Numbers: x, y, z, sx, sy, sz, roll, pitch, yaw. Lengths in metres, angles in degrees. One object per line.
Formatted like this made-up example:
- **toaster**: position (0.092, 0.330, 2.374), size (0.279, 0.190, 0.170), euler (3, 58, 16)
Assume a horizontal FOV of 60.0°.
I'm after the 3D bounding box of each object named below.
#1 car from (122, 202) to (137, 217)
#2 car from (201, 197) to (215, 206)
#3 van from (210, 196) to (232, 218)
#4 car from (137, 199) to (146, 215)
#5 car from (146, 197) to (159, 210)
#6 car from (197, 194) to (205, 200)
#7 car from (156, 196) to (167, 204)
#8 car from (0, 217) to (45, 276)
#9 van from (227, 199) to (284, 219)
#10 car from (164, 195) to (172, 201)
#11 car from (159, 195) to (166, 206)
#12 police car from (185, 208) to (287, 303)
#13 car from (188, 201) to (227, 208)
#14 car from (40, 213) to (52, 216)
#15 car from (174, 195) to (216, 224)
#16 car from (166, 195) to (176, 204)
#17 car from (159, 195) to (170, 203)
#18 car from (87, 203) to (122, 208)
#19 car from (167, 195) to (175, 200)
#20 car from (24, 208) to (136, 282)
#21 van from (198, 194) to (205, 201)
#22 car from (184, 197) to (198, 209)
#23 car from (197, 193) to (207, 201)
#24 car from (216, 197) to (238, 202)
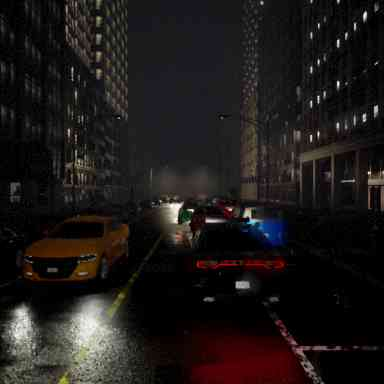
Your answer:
- **car**: position (-5.759, 1.545, 25.305), size (2.008, 1.369, 4.403), euler (-1, 0, 0)
- **car**: position (2.555, 1.537, 53.743), size (2.008, 1.369, 4.403), euler (-1, 0, 0)
- **van**: position (2.607, 1.334, 31.009), size (1.690, 1.788, 3.998), euler (-1, 0, 0)
- **car**: position (-5.771, 1.575, 30.989), size (1.802, 1.307, 4.206), euler (-1, 0, 0)
- **car**: position (-5.799, 1.541, 42.356), size (2.008, 1.369, 4.403), euler (-1, 0, 0)
- **car**: position (2.458, 1.413, 93.529), size (1.967, 1.590, 4.097), euler (-1, 0, 0)
- **car**: position (-5.853, 1.565, 65.090), size (1.802, 1.307, 4.206), euler (-1, 0, 0)
- **car**: position (-5.717, 1.549, 8.254), size (2.008, 1.369, 4.403), euler (-1, 0, 0)
- **van**: position (2.648, 1.338, 13.958), size (1.690, 1.788, 3.998), euler (-1, 0, 0)
- **car**: position (-5.894, 1.503, 81.972), size (1.752, 1.417, 4.829), euler (-1, 0, 0)
- **car**: position (-5.826, 1.537, 53.723), size (2.008, 1.369, 4.403), euler (-1, 0, 0)
- **police car**: position (0.880, 1.423, 8.410), size (1.930, 1.638, 5.238), euler (0, 0, 0)
- **car**: position (0.856, 1.473, 18.300), size (1.882, 1.535, 5.008), euler (0, 0, 0)
- **car**: position (-5.731, 1.563, 13.938), size (1.947, 1.339, 4.313), euler (-1, 0, 0)
- **car**: position (0.325, 1.346, 24.395), size (2.097, 1.767, 4.553), euler (0, 0, 8)
- **car**: position (-3.146, 1.476, 60.704), size (2.128, 1.511, 4.902), euler (0, 0, 0)
- **car**: position (-5.868, 1.421, 70.774), size (1.967, 1.590, 4.097), euler (-1, 0, 0)
- **car**: position (-5.744, 1.540, 19.621), size (1.887, 1.381, 4.507), euler (-1, 0, 0)
- **car**: position (-5.922, 1.539, 93.509), size (1.947, 1.339, 4.313), euler (-1, 0, 0)
- **car**: position (-3.125, 1.475, 9.936), size (1.882, 1.535, 5.008), euler (0, 0, 0)
- **van**: position (2.471, 1.317, 87.845), size (1.690, 1.788, 3.998), euler (-1, 0, 0)
- **car**: position (-0.086, 1.514, 46.325), size (1.812, 1.442, 4.674), euler (0, 0, 0)
- **car**: position (2.484, 1.293, 82.162), size (2.192, 1.841, 5.009), euler (-1, 0, 0)
- **car**: position (2.620, 1.309, 25.325), size (2.192, 1.841, 5.009), euler (-1, 0, 0)
